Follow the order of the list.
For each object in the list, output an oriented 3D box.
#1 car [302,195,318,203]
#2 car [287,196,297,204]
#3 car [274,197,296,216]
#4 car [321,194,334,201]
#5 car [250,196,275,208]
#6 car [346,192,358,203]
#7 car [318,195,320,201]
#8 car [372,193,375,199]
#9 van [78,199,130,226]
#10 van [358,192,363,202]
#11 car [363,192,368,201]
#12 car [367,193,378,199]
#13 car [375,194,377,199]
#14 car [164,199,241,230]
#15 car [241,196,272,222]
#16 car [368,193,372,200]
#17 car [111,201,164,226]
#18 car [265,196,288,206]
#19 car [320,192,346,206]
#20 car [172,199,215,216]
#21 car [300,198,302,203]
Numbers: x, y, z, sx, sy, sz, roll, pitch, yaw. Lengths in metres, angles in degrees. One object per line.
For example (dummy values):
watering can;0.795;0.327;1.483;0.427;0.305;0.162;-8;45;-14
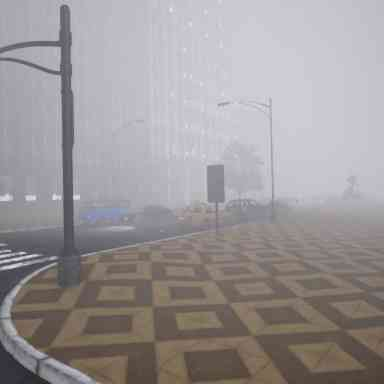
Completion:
car;22.539;1.232;64.805;1.967;1.590;4.097;-2;-1;35
car;11.957;1.360;44.710;2.033;1.411;5.357;-2;-1;35
car;7.005;1.320;28.076;1.802;1.307;4.206;-2;-1;35
car;32.055;1.271;78.629;1.887;1.381;4.507;-2;-1;35
car;9.853;1.328;46.372;1.967;1.590;4.097;-2;-1;35
car;26.013;1.027;55.668;1.967;1.590;4.097;-2;-1;35
car;25.712;1.314;69.413;1.887;1.381;4.507;-2;-1;35
car;38.782;1.060;73.997;1.947;1.339;4.313;-2;-1;35
van;-6.004;1.363;23.332;1.690;1.788;3.998;-2;-1;35
van;29.204;0.904;60.250;1.690;1.788;3.998;-2;-1;35
car;32.388;0.980;64.839;1.967;1.590;4.097;-2;-1;35
car;45.114;1.004;83.199;2.008;1.369;4.403;-2;-1;35
car;42.043;0.999;78.739;1.752;1.417;4.829;-2;-1;35
car;0.768;1.318;19.015;1.752;1.417;4.829;-2;-1;35
car;3.836;1.205;23.476;1.967;1.590;4.097;-2;-1;35
car;35.573;0.832;69.426;2.192;1.841;5.009;-2;-1;35
car;-3.096;1.505;22.955;1.994;1.385;4.181;-2;-1;35
car;13.027;1.407;50.979;1.887;1.381;4.507;-2;-1;35
car;19.773;1.159;46.611;1.752;1.417;4.829;-2;-1;35
car;0.246;1.492;32.407;1.752;1.417;4.829;-2;-1;35
car;16.198;1.389;55.588;2.008;1.369;4.403;-2;-1;35
